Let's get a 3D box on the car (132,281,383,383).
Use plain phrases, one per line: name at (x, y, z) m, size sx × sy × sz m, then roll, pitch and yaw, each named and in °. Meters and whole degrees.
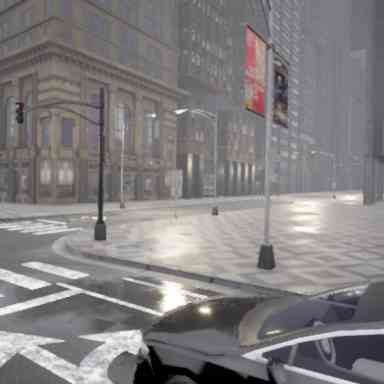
car at (1.667, 1.491, 2.500) m, size 4.902 × 1.511 × 2.128 m, roll 1°, pitch 1°, yaw 35°
